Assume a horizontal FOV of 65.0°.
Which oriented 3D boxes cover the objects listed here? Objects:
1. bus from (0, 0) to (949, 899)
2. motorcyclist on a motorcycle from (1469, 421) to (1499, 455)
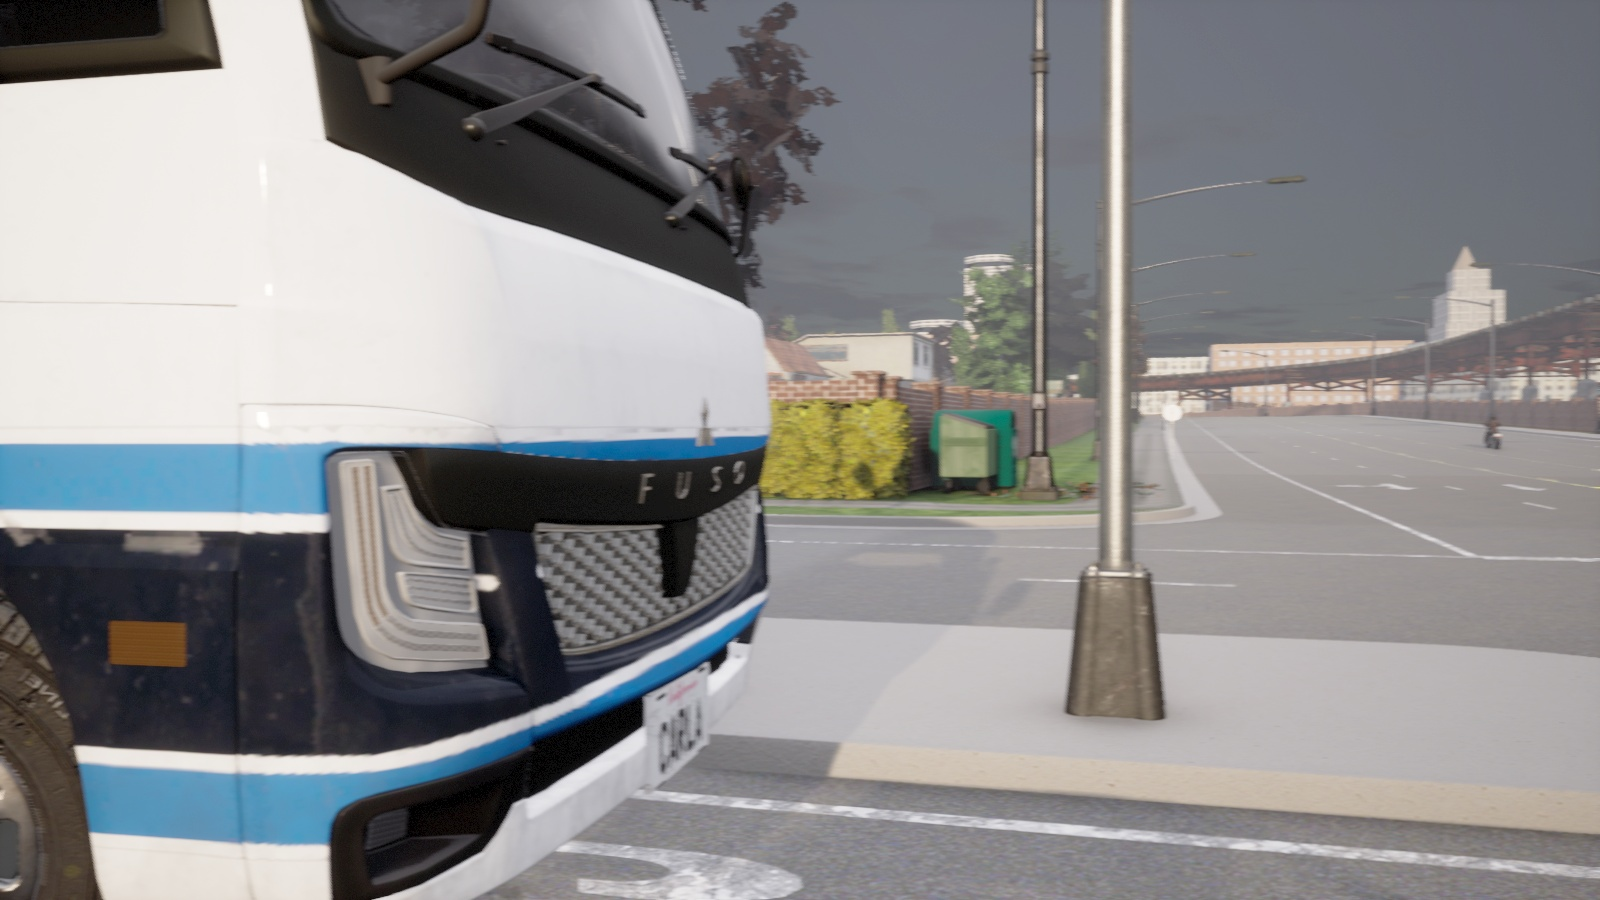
[{"bbox_3d":[-4.768,-0.662,4.809,10.273,4.253,3.944,0,1,12],"label":"bus"},{"bbox_3d":[33.801,-0.613,62.063,0.766,1.649,2.350,1,2,16],"label":"motorcyclist on a motorcycle"}]
